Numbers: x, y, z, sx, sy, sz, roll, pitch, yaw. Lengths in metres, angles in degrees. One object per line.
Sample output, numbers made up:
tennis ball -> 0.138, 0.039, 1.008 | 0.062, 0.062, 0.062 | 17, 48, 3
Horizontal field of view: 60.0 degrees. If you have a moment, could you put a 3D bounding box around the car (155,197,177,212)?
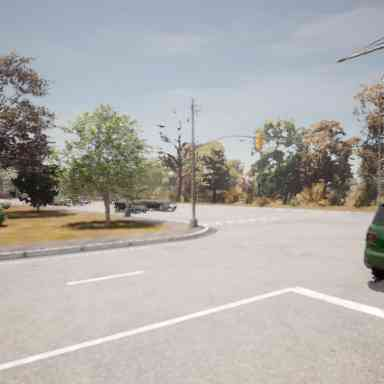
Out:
car -> -3.511, 1.329, 36.210 | 2.128, 1.511, 4.902 | -1, 1, -38

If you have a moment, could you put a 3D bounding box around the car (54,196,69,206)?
car -> -21.059, 1.328, 52.580 | 2.097, 1.767, 4.553 | -1, 0, -38

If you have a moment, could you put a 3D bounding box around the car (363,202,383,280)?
car -> 6.597, 1.156, 8.454 | 5.566, 2.045, 2.150 | -1, 1, -35

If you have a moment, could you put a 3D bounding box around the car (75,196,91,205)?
car -> -18.131, 1.424, 54.523 | 2.128, 1.511, 4.902 | -1, 0, -38

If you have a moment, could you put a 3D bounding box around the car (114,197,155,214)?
car -> -6.275, 1.373, 34.063 | 2.128, 1.511, 4.902 | -1, 1, -38
